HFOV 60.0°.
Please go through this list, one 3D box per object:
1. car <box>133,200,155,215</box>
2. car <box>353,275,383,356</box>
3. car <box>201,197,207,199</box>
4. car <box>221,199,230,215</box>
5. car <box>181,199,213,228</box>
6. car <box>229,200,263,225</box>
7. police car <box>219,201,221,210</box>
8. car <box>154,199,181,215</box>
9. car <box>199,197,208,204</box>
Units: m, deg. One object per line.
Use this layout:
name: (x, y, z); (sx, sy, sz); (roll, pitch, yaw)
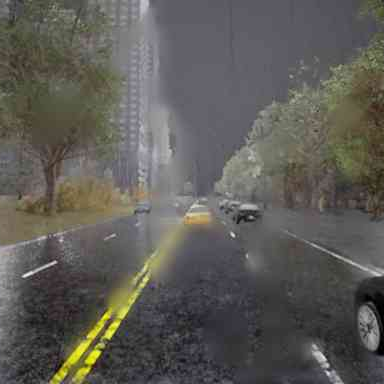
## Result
car: (-5.315, 1.729, 37.266); (1.837, 1.490, 4.892); (0, 0, 2)
car: (3.333, 1.508, 3.205); (2.128, 1.511, 4.902); (-1, 0, 2)
car: (2.330, 1.908, 64.932); (1.812, 1.442, 4.674); (0, 0, 2)
car: (4.525, 1.679, 36.205); (1.837, 1.490, 4.892); (1, 0, 2)
car: (0.507, 1.579, 23.492); (1.801, 1.575, 5.366); (-3, 1, 2)
car: (4.139, 1.588, 25.205); (1.882, 1.535, 5.008); (1, 0, 2)
police car: (4.886, 1.784, 47.208); (2.038, 1.542, 4.974); (0, -1, 2)
car: (-2.170, 1.449, 33.793); (2.097, 1.767, 4.553); (1, -4, 2)
car: (2.742, 1.995, 78.545); (2.033, 1.411, 5.357); (0, 0, 2)
